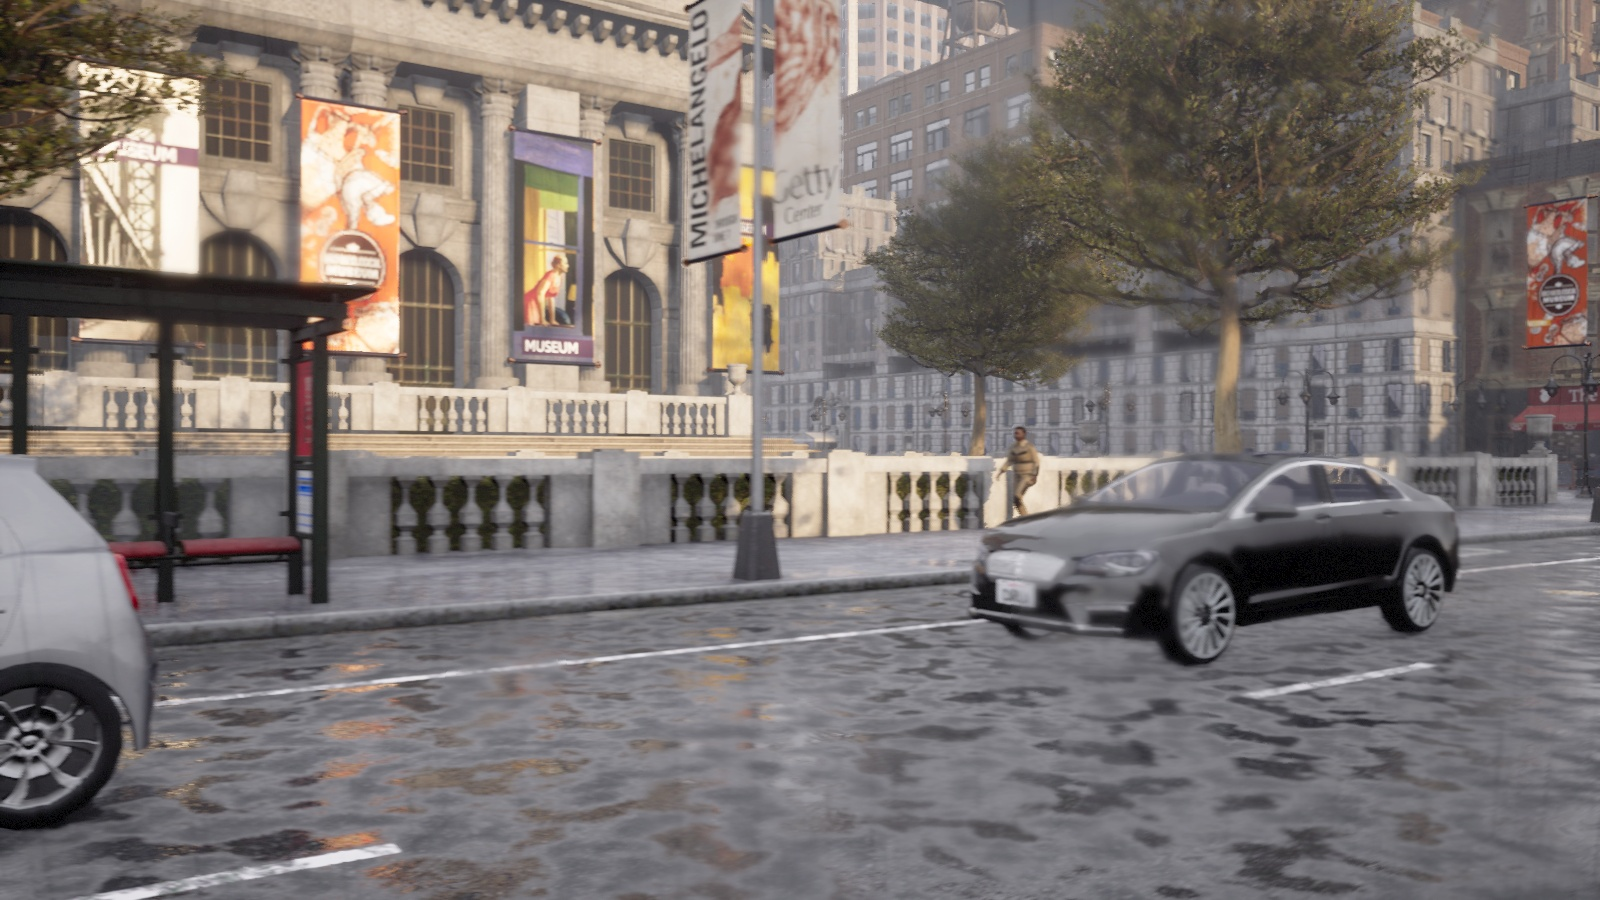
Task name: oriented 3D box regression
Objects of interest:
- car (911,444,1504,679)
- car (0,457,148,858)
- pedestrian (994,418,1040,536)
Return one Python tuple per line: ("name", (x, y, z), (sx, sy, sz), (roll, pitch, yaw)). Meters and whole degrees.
("car", (3.488, 0.720, 10.357), (4.902, 1.511, 2.128), (0, 0, -35))
("car", (-4.612, 0.781, 4.713), (3.633, 1.501, 1.845), (0, 0, -35))
("pedestrian", (3.621, 0.446, 20.912), (0.692, 1.930, 0.396), (0, 0, -41))
